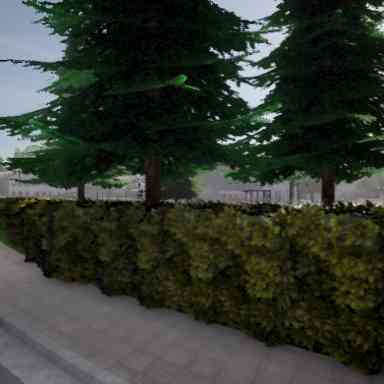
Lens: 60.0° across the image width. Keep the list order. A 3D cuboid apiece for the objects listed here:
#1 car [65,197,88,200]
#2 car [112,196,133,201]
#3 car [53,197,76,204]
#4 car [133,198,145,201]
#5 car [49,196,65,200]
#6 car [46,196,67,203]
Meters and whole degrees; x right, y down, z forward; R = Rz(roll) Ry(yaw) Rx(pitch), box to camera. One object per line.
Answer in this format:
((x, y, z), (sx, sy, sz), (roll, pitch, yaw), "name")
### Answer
((-23.452, 1.935, 66.839), (3.633, 1.501, 1.845), (0, -1, -33), "car")
((-18.827, 1.964, 92.925), (5.027, 1.636, 2.152), (0, -1, -33), "car")
((-28.881, 1.999, 75.228), (4.514, 1.523, 2.007), (0, -1, -33), "car")
((-11.831, 1.779, 82.214), (3.866, 1.878, 1.905), (0, -1, -33), "car")
((-23.399, 1.832, 52.725), (5.027, 1.636, 2.152), (0, -1, -33), "car")
((-35.098, 1.905, 86.047), (4.605, 1.855, 1.932), (0, -1, -33), "car")
